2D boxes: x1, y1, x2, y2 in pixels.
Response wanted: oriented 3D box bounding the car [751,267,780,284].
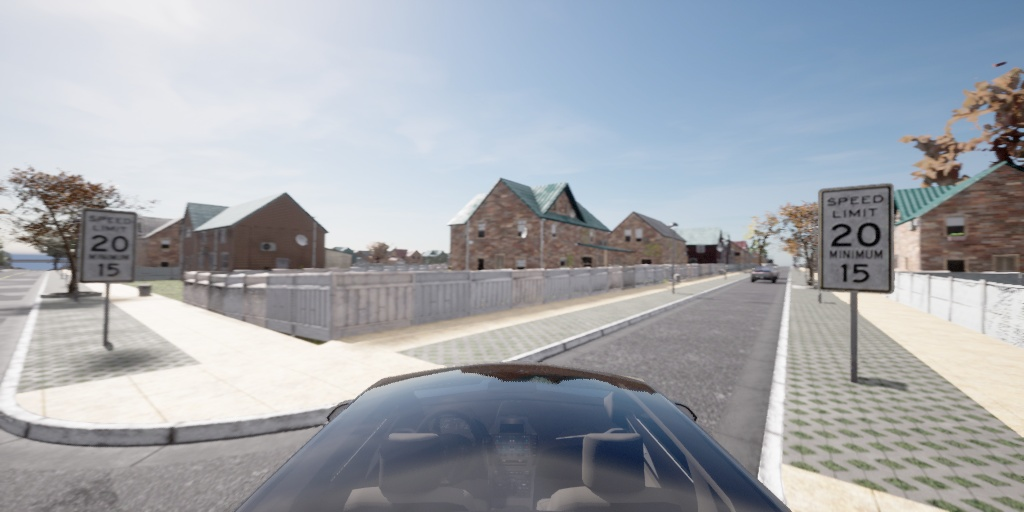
[{"bbox_3d":[23.902,1.757,34.005,2.128,1.511,4.902,0,-1,38],"label":"car"}]
